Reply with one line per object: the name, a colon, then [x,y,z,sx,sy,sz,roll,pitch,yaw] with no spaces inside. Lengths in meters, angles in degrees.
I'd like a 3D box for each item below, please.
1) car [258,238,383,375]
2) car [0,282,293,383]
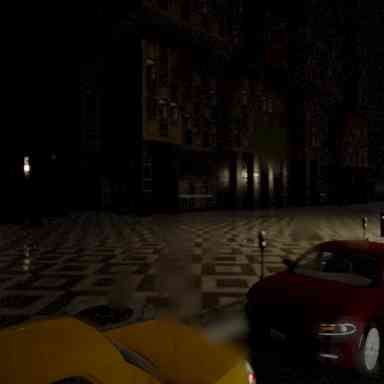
car: [2.710,1.545,5.676,4.507,1.381,1.887,0,0,-43]
car: [-1.567,1.526,1.689,4.829,1.417,1.752,0,0,-43]
